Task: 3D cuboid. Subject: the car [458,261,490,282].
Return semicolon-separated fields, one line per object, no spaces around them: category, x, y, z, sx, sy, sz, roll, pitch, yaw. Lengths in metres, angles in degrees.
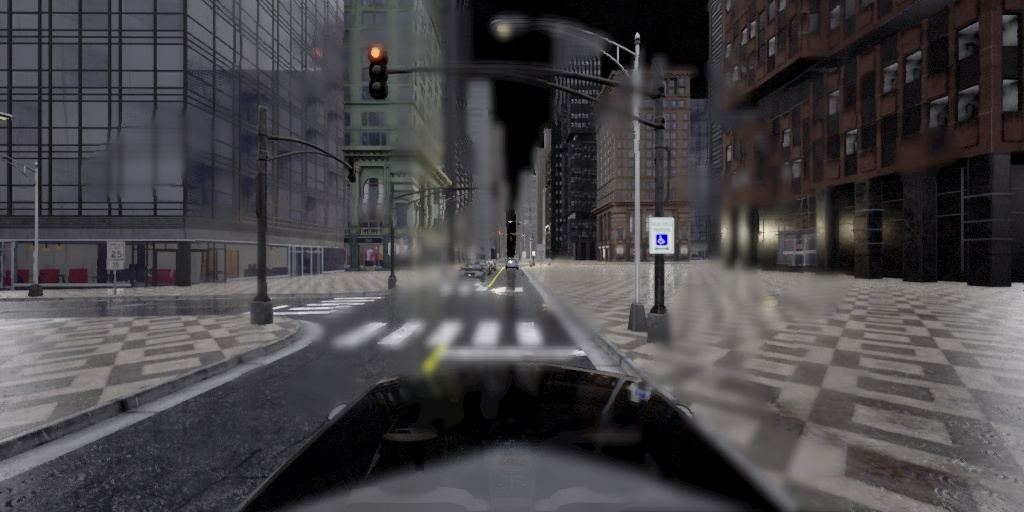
car;-3.109;1.314;28.945;1.994;1.385;4.181;0;0;0

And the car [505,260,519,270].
car;-0.010;1.325;53.357;1.994;1.385;4.181;0;0;0

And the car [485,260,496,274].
car;-3.102;1.244;37.916;2.128;1.511;4.902;0;0;0
